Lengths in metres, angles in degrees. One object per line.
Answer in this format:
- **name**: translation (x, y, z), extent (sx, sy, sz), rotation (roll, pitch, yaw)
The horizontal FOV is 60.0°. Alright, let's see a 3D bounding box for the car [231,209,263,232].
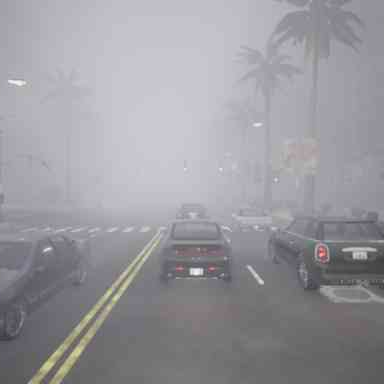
- **car**: translation (3.594, 1.688, 20.848), extent (1.895, 1.301, 4.718), rotation (0, 0, 0)

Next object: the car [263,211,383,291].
- **car**: translation (3.597, 1.391, 9.251), extent (2.097, 1.767, 4.553), rotation (0, 0, 0)

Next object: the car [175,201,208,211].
- **car**: translation (-0.020, 1.443, 21.905), extent (2.097, 1.767, 4.553), rotation (0, 0, -2)

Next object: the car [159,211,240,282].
- **car**: translation (0.096, 1.546, 9.863), extent (1.837, 1.490, 4.892), rotation (0, 0, 0)

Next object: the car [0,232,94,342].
- **car**: translation (-3.573, 1.576, 6.785), extent (2.033, 1.411, 5.357), rotation (0, 0, 0)
